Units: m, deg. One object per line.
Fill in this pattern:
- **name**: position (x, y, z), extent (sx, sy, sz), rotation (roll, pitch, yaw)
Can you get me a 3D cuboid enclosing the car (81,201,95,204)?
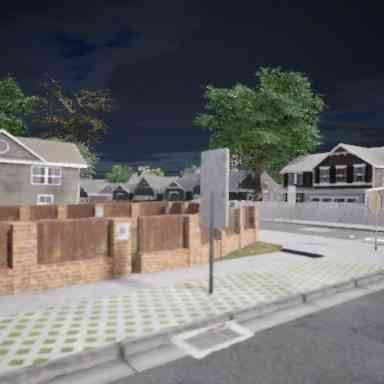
- **car**: position (-15.360, 2.160, 49.894), extent (1.882, 1.535, 5.008), rotation (2, -2, -42)
